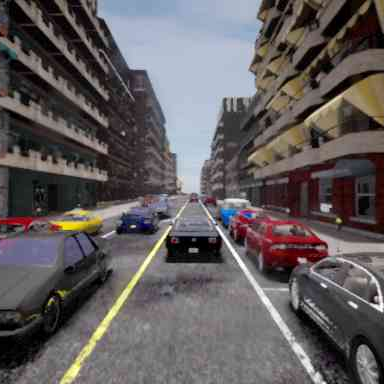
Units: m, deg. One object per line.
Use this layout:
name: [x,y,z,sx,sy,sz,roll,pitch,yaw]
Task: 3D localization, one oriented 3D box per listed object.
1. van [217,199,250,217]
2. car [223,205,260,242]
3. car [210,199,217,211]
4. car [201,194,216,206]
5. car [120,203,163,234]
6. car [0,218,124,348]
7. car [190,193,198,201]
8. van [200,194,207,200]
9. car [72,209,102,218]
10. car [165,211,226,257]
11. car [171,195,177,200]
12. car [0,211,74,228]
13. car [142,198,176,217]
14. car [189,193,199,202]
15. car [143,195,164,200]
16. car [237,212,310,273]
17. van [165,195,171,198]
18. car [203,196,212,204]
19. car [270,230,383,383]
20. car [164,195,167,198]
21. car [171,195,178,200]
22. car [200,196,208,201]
van: [2.826,1.360,21.845,1.690,1.788,3.998,1,0,0]
car: [2.789,1.560,16.182,1.887,1.381,4.507,1,0,0]
car: [2.858,1.573,27.507,2.008,1.369,4.403,1,0,0]
car: [3.035,1.365,55.817,2.192,1.841,5.009,1,0,0]
car: [-2.978,1.558,18.874,1.994,1.385,4.181,0,0,1]
car: [-3.066,1.537,6.859,2.033,1.411,5.357,0,0,0]
car: [0.512,1.205,84.112,2.150,2.045,5.566,0,0,0]
van: [3.278,1.459,95.451,1.690,1.788,3.998,1,0,0]
car: [-5.591,1.508,16.064,1.752,1.417,4.829,1,0,0]
car: [0.070,1.604,12.999,1.895,1.301,4.718,0,0,0]
car: [-5.140,1.599,89.669,1.752,1.417,4.829,1,0,0]
car: [-5.625,1.525,10.572,1.887,1.381,4.507,1,0,0]
car: [-2.830,1.549,29.067,2.033,1.411,5.357,0,0,0]
car: [0.451,1.416,74.046,2.097,1.767,4.553,0,0,0]
car: [-5.414,1.320,44.544,2.192,1.841,5.009,1,0,0]
car: [2.755,1.558,10.521,1.887,1.381,4.507,1,0,0]
van: [-5.310,1.366,61.530,1.690,1.788,3.998,1,0,0]
car: [3.103,1.591,67.312,1.752,1.417,4.829,1,0,0]
car: [2.719,1.562,4.858,2.008,1.369,4.403,1,0,0]
car: [-5.382,1.562,50.205,2.008,1.369,4.403,1,0,0]
car: [-5.105,1.610,95.332,1.752,1.417,4.829,1,0,0]
car: [3.240,1.672,89.788,1.947,1.339,4.313,1,0,0]
